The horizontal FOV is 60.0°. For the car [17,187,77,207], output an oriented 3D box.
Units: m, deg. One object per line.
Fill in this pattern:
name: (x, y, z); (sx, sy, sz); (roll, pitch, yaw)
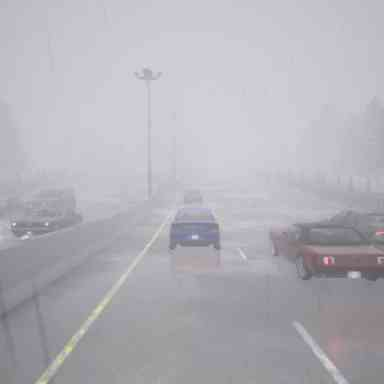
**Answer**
car: (-10.589, 0.729, 25.385); (2.150, 2.045, 5.566); (0, 3, 0)

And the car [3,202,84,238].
car: (-7.094, 1.447, 16.745); (1.895, 1.301, 4.718); (0, 1, 0)

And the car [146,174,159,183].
car: (-6.941, -2.498, 58.905); (2.033, 1.411, 5.357); (0, 7, 1)

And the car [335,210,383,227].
car: (7.103, 1.442, 13.932); (2.033, 1.411, 5.357); (0, 1, 0)

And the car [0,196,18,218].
car: (-14.088, 1.059, 24.869); (1.812, 1.442, 4.674); (0, 3, 0)

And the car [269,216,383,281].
car: (3.602, 1.532, 9.594); (1.895, 1.301, 4.718); (0, 0, 0)

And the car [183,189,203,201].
car: (0.107, 0.314, 35.379); (1.994, 1.385, 4.181); (0, 5, 0)

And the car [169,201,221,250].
car: (0.103, 1.371, 13.943); (1.882, 1.535, 5.008); (0, 1, 0)
